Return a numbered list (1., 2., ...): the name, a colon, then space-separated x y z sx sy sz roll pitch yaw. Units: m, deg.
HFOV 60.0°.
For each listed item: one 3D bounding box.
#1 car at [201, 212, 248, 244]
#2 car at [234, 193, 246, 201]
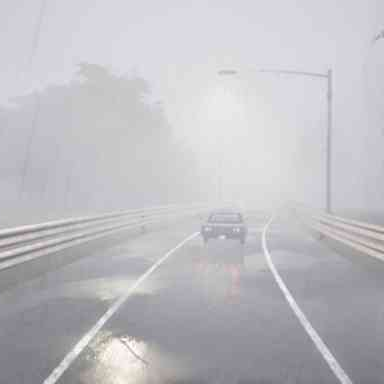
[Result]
1. car: 1.712 1.606 16.087 1.895 1.301 4.718 0 0 11
2. car: 11.694 1.177 81.165 2.150 2.045 5.566 0 0 -3
